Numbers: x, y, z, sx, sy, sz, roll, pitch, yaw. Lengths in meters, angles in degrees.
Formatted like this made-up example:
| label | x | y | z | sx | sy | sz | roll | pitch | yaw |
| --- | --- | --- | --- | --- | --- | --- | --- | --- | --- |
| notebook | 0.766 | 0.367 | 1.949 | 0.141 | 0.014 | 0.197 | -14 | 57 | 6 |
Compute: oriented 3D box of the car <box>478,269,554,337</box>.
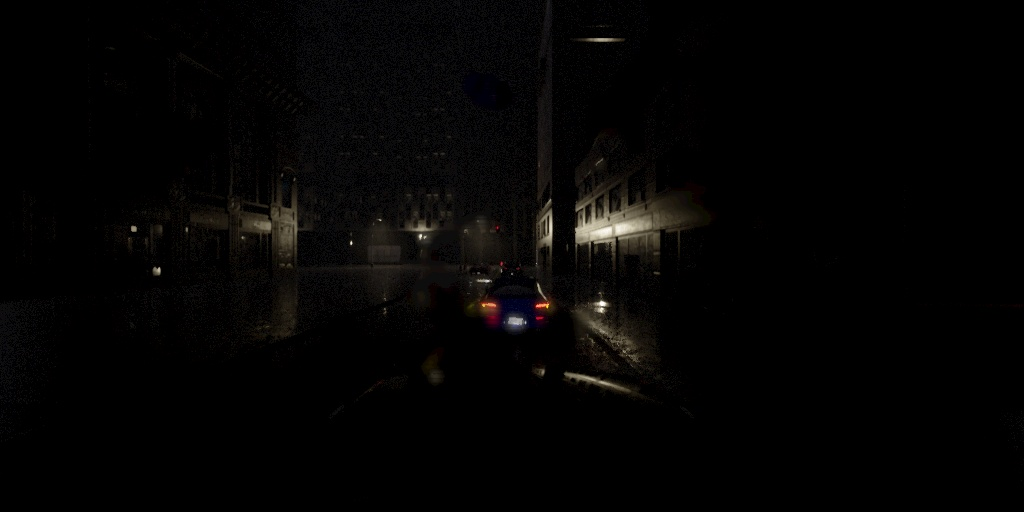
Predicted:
| label | x | y | z | sx | sy | sz | roll | pitch | yaw |
| --- | --- | --- | --- | --- | --- | --- | --- | --- | --- |
| car | 0.081 | 1.269 | 10.147 | 1.812 | 1.442 | 4.674 | 0 | 0 | 0 |

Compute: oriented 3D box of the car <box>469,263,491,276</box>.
| label | x | y | z | sx | sy | sz | roll | pitch | yaw |
| --- | --- | --- | --- | --- | --- | --- | --- | --- | --- |
| car | -3.173 | 1.324 | 36.207 | 1.895 | 1.301 | 4.718 | 0 | 0 | 0 |

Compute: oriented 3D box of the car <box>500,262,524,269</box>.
| label | x | y | z | sx | sy | sz | roll | pitch | yaw |
| --- | --- | --- | --- | --- | --- | --- | --- | --- | --- |
| car | 0.025 | 1.219 | 31.166 | 2.128 | 1.511 | 4.902 | 0 | 0 | 0 |
